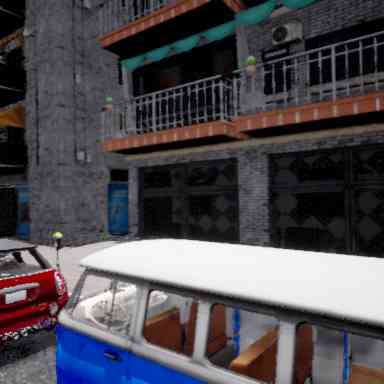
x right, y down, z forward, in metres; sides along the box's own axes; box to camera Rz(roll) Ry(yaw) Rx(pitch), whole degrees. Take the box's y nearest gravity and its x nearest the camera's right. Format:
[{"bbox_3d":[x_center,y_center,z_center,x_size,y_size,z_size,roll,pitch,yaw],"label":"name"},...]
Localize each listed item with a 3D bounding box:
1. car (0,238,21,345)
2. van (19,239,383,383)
[{"bbox_3d":[-4.024,1.505,5.768,4.097,1.590,1.967,-1,-1,36],"label":"car"},{"bbox_3d":[0.612,1.349,2.460,3.998,1.788,1.690,-1,-1,36],"label":"van"}]
